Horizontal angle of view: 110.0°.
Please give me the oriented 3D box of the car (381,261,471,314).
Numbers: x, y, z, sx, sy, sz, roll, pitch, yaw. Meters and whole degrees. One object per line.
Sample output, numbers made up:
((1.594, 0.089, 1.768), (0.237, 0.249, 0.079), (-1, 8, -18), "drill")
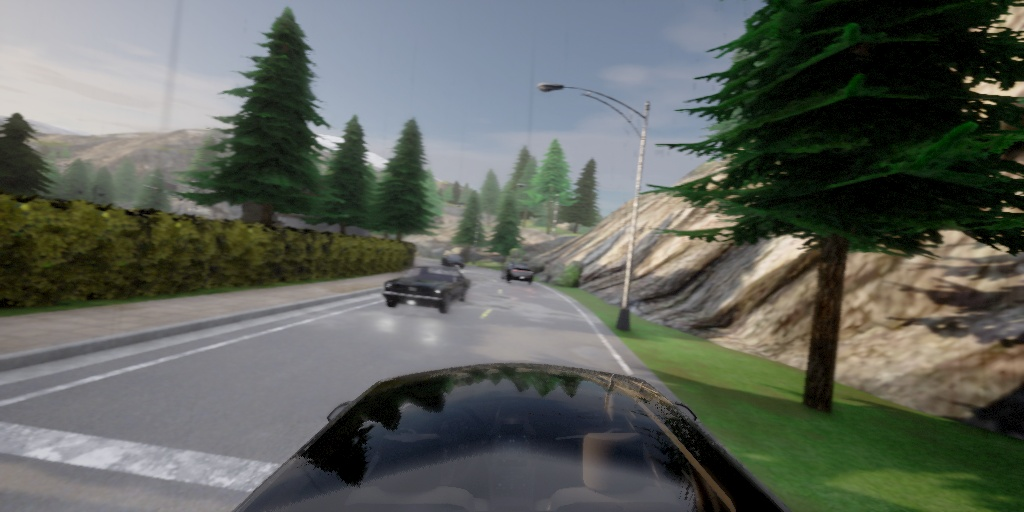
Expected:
((-2.714, 1.026, 12.406), (1.895, 1.301, 4.718), (6, 0, 3), "car")

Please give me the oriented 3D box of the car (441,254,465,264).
((-6.308, 0.522, 37.937), (2.033, 1.411, 5.357), (6, 0, -20), "car")

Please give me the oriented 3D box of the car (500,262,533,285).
((0.329, 1.226, 26.872), (2.128, 1.511, 4.902), (7, 0, -10), "car")
